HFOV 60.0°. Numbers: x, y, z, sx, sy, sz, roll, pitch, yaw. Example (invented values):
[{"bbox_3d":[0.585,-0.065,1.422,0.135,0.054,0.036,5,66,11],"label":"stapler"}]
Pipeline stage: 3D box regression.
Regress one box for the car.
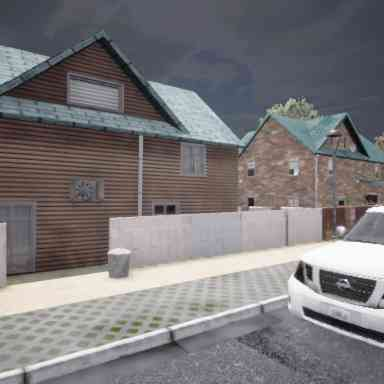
[{"bbox_3d":[4.156,1.223,5.928,5.566,2.045,2.150,0,0,-36],"label":"car"}]
